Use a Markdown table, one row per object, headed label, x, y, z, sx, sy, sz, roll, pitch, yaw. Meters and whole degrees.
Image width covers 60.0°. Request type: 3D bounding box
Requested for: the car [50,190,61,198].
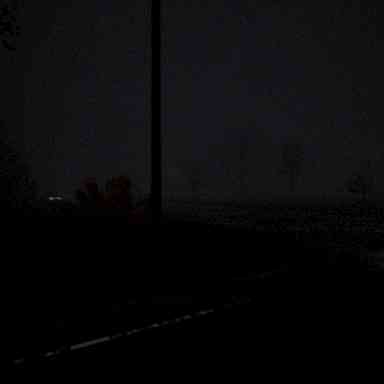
| label | x | y | z | sx | sy | sz | roll | pitch | yaw |
| --- | --- | --- | --- | --- | --- | --- | --- | --- | --- |
| car | -31.003 | 0.447 | 75.317 | 2.097 | 1.767 | 4.553 | -1 | 1 | -29 |
